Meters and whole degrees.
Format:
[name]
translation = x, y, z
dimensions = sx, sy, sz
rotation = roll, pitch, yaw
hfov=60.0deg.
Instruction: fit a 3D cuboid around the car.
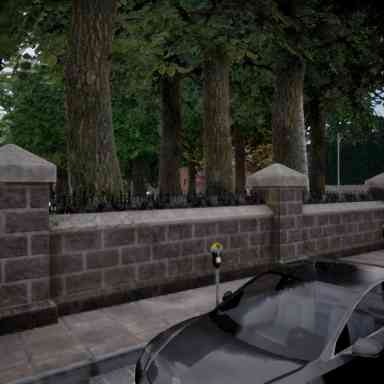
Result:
[car]
translation = 1.470, 1.565, 3.872
dimensions = 4.313, 1.339, 1.947
rotation = 0, -1, -36
